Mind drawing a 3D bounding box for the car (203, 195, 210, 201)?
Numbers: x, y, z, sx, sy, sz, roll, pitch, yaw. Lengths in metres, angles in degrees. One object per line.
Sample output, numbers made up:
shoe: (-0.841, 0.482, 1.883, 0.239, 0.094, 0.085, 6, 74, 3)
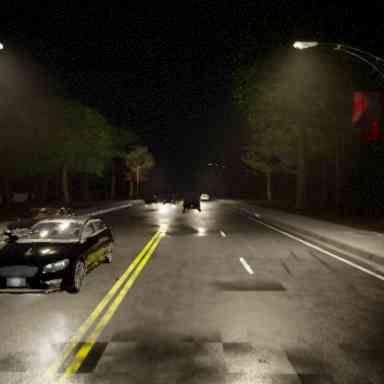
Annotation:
car: (2.749, 1.299, 72.365, 1.812, 1.442, 4.674, 0, 0, -1)

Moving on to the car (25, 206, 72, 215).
car: (-6.625, 1.428, 15.290, 1.837, 1.490, 4.892, 0, 0, 0)

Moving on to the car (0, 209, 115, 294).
car: (-3.360, 1.444, 8.796, 2.128, 1.511, 4.902, 0, 0, 0)

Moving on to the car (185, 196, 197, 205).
car: (-0.193, 1.395, 55.210, 1.895, 1.301, 4.718, 0, 0, -1)

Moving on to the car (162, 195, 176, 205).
car: (-3.579, 1.306, 52.306, 1.837, 1.490, 4.892, 0, 0, 0)

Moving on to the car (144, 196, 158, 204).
car: (-6.859, 1.340, 56.232, 2.033, 1.411, 5.357, 0, 0, 0)

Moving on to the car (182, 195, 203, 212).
car: (-0.034, 1.317, 36.979, 1.882, 1.535, 5.008, 0, 0, 0)
